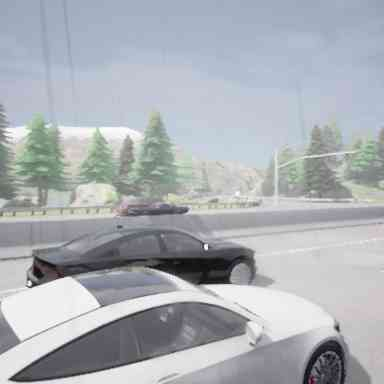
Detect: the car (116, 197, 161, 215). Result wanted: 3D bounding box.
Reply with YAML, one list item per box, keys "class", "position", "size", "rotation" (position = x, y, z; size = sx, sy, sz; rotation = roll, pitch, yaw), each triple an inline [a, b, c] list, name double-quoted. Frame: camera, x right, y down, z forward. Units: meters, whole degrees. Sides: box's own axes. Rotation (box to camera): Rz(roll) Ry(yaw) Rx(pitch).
- class: "car"
  position: [-4.486, 1.254, 29.877]
  size: [4.553, 1.767, 2.097]
  rotation: [0, 0, -32]

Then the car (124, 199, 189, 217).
- class: "car"
  position: [-2.694, 1.479, 26.871]
  size: [4.718, 1.301, 1.895]
  rotation: [0, 0, -32]

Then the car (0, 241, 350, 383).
- class: "car"
  position: [-0.425, 1.508, 3.231]
  size: [4.674, 1.442, 1.812]
  rotation: [0, 0, -34]

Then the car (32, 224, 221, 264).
- class: "car"
  position: [-0.767, 1.441, 7.181]
  size: [5.008, 1.535, 1.882]
  rotation: [0, 0, -34]
